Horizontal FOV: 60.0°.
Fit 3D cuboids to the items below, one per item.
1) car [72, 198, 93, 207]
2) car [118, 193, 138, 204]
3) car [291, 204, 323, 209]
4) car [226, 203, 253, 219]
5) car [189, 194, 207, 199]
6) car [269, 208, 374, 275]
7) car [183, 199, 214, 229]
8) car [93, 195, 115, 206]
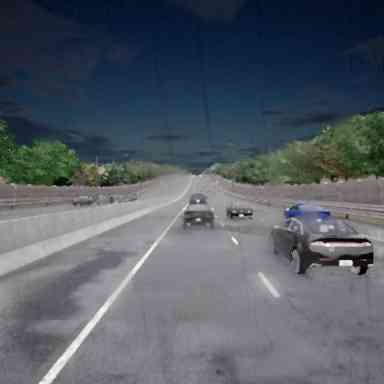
[{"bbox_3d":[-16.712,1.571,51.274,1.895,1.301,4.718,0,0,1],"label":"car"},{"bbox_3d":[-9.711,1.219,51.160,2.150,2.045,5.566,0,0,1],"label":"car"},{"bbox_3d":[7.426,1.502,21.949,1.882,1.535,5.008,0,0,1],"label":"car"},{"bbox_3d":[4.039,1.616,29.076,1.895,1.301,4.718,0,0,1],"label":"car"},{"bbox_3d":[0.757,1.255,42.829,2.150,2.045,5.566,0,0,1],"label":"car"},{"bbox_3d":[3.743,1.496,10.430,2.128,1.511,4.902,0,0,1],"label":"car"},{"bbox_3d":[0.420,1.463,21.754,1.882,1.535,5.008,0,0,1],"label":"car"},{"bbox_3d":[-13.210,1.290,51.243,1.837,1.490,4.892,0,0,1],"label":"car"}]
